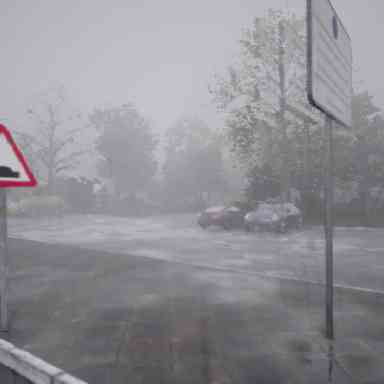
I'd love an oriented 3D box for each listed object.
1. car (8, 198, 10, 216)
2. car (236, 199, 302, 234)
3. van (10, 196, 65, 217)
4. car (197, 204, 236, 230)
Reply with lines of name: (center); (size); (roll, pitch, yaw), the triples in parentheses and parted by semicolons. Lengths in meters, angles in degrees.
car: (-17.097, 1.705, 34.715); (1.946, 1.575, 5.366); (-1, -1, 35)
car: (4.725, 1.335, 19.231); (2.185, 1.767, 4.553); (0, 0, 35)
van: (-14.986, 1.428, 32.868); (1.878, 1.987, 4.442); (-1, -1, 35)
car: (2.102, 1.509, 21.012); (2.002, 1.452, 4.674); (0, 0, 35)
